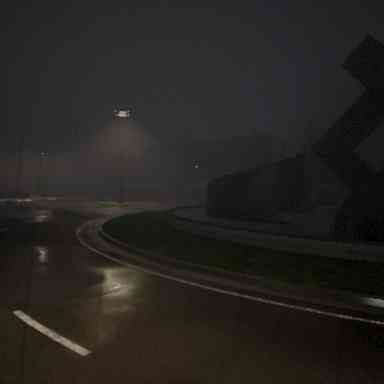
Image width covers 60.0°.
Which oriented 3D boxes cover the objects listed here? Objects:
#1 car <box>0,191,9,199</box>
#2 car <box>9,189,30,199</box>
[{"bbox_3d":[-30.143,0.319,50.716,4.674,1.442,1.812,2,1,41],"label":"car"},{"bbox_3d":[-27.812,0.291,53.336,5.008,1.535,1.882,2,1,41],"label":"car"}]
